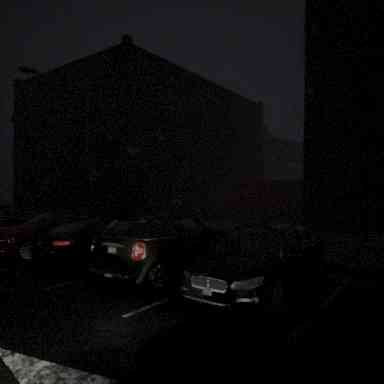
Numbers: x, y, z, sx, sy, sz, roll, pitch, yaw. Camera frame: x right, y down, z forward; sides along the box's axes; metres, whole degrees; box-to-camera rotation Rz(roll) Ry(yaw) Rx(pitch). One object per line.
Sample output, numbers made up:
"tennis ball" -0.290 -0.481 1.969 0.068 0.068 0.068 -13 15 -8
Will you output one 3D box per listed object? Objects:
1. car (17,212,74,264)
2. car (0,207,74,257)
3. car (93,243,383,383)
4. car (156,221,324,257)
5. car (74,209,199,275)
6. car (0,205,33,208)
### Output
"car" -2.825 1.509 10.964 2.002 1.452 4.674 0 0 35
"car" -5.064 1.462 12.570 2.097 1.535 5.008 0 0 35
"car" 1.770 1.478 2.115 5.008 1.535 1.882 0 0 35
"car" 1.675 1.481 7.767 2.231 1.521 4.892 0 0 35
"car" -0.596 1.350 9.339 2.185 1.767 4.553 0 0 35
"car" -7.334 1.325 14.144 2.185 1.767 4.553 0 0 35
